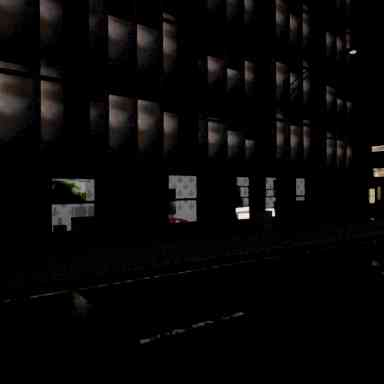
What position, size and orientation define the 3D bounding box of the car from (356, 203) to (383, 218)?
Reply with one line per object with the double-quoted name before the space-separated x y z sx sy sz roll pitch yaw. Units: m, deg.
"car" 17.017 1.816 33.517 2.033 1.411 5.357 -1 0 -36
